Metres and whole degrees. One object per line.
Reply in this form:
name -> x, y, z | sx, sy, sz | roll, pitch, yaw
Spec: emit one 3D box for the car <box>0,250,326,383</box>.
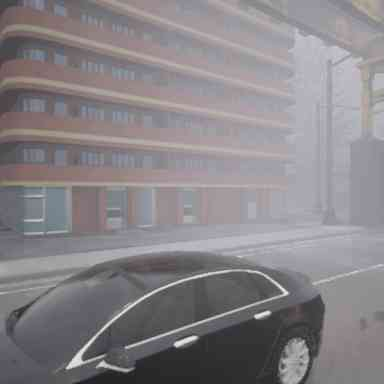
car -> -0.514, 1.505, 3.622 | 4.892, 1.490, 1.837 | 0, 0, -36
